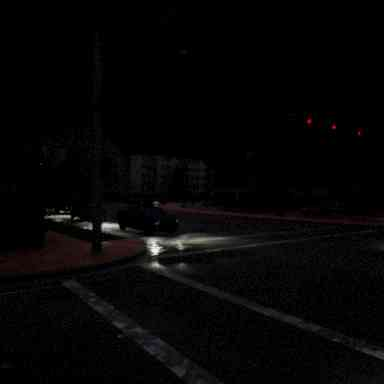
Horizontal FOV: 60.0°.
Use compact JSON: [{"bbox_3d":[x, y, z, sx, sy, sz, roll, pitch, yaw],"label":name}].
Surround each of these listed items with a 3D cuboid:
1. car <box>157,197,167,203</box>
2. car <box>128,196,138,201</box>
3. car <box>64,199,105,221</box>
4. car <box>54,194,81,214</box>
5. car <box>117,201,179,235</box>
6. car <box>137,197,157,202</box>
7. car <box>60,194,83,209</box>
[{"bbox_3d":[-6.645,1.817,67.178,2.128,1.511,4.902,0,0,17],"label":"car"},{"bbox_3d":[-10.777,1.629,64.320,2.097,1.767,4.553,0,0,10],"label":"car"},{"bbox_3d":[-8.889,1.579,28.145,2.128,1.511,4.902,1,0,-35],"label":"car"},{"bbox_3d":[-14.054,1.319,37.127,2.150,2.045,5.566,1,0,-23],"label":"car"},{"bbox_3d":[-2.708,1.567,19.856,1.882,1.535,5.008,1,0,-38],"label":"car"},{"bbox_3d":[-7.691,1.862,57.255,1.895,1.301,4.718,0,0,0],"label":"car"},{"bbox_3d":[-17.713,1.357,49.156,2.150,2.045,5.566,1,0,-9],"label":"car"}]
